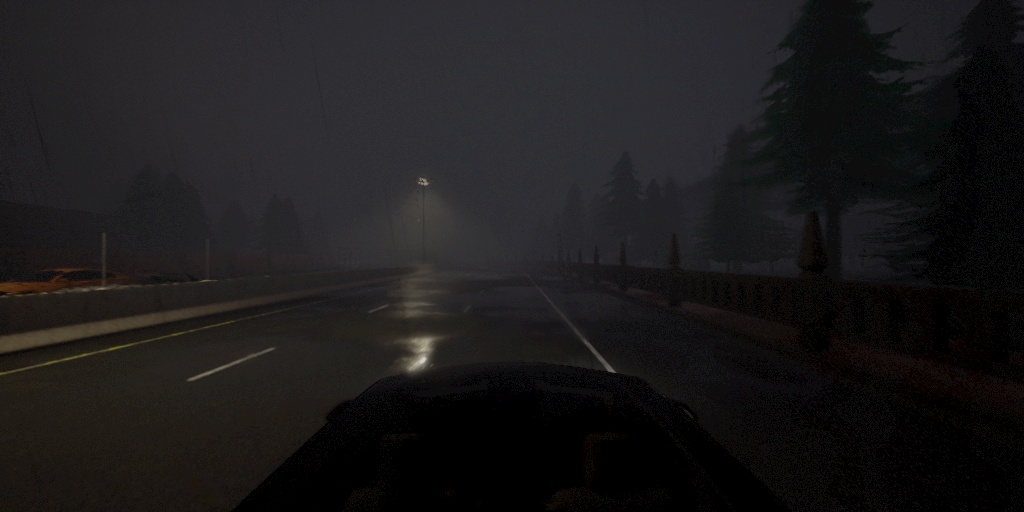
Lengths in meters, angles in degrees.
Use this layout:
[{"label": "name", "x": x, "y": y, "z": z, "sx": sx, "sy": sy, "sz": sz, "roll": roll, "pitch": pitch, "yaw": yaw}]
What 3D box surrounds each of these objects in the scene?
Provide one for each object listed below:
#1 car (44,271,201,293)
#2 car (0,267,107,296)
[{"label": "car", "x": -13.995, "y": 1.333, "z": 13.873, "sx": 1.895, "sy": 1.301, "sz": 4.718, "roll": 0, "pitch": 0, "yaw": 0}, {"label": "car", "x": -17.495, "y": 1.216, "z": 13.905, "sx": 1.882, "sy": 1.535, "sz": 5.008, "roll": 0, "pitch": 0, "yaw": 0}]
